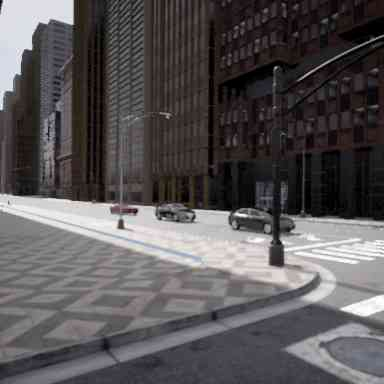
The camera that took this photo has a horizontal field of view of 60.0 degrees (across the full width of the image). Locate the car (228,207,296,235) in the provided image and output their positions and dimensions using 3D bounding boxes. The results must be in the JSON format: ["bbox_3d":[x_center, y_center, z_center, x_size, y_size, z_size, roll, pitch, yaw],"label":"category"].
[{"bbox_3d":[4.341,1.777,21.228,1.837,1.490,4.892,1,-1,-35],"label":"car"}]

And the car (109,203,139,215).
[{"bbox_3d":[-7.917,1.980,38.634,1.895,1.301,4.718,1,-1,-35],"label":"car"}]

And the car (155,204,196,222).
[{"bbox_3d":[-1.527,1.817,29.547,2.128,1.511,4.902,1,-1,-35],"label":"car"}]
